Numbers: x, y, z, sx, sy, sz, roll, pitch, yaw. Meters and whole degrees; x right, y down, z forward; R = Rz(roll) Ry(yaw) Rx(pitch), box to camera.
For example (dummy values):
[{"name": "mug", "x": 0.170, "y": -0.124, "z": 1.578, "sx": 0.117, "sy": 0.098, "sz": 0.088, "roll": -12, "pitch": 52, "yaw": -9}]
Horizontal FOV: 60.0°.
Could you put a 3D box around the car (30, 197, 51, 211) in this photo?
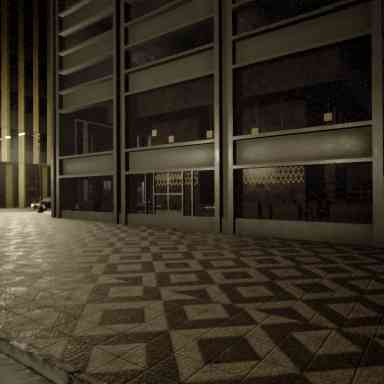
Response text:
[{"name": "car", "x": -16.002, "y": 1.339, "z": 38.249, "sx": 2.128, "sy": 1.511, "sz": 4.902, "roll": 0, "pitch": 0, "yaw": 36}]
